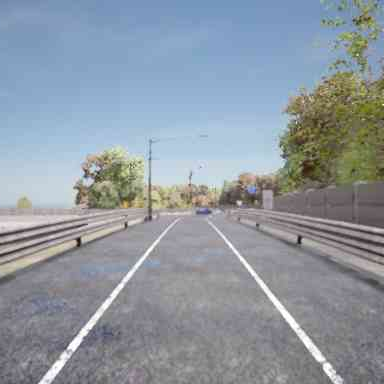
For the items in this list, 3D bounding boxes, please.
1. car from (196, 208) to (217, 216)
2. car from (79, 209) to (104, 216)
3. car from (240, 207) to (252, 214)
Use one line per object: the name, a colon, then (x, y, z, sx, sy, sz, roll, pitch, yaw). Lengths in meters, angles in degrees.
car: (2.474, 3.920, 65.663, 1.812, 1.442, 4.674, -2, -3, 34)
car: (-13.614, 2.999, 46.403, 4.181, 1.385, 1.994, 3, -4, -45)
car: (15.332, 5.032, 91.533, 2.097, 1.767, 4.553, -1, -3, 19)
